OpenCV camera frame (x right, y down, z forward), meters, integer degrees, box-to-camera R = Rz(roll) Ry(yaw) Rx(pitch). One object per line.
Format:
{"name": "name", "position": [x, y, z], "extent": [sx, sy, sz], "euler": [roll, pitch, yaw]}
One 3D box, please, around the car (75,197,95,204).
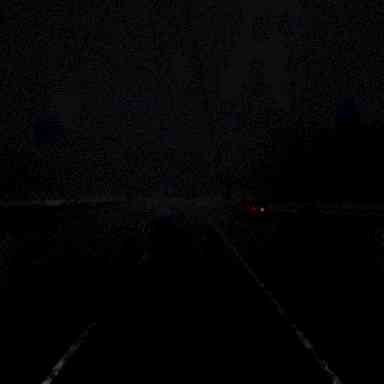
{"name": "car", "position": [-20.971, 2.080, 66.730], "extent": [2.150, 2.045, 5.566], "euler": [0, -1, 0]}

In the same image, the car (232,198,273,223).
{"name": "car", "position": [5.250, 1.578, 29.662], "extent": [2.150, 2.045, 5.566], "euler": [-1, -1, -10]}

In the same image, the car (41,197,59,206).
{"name": "car", "position": [-27.971, 2.071, 66.156], "extent": [2.150, 2.045, 5.566], "euler": [0, -1, 0]}

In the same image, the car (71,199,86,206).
{"name": "car", "position": [-27.964, 2.555, 82.013], "extent": [1.837, 1.490, 4.892], "euler": [0, -1, 0]}

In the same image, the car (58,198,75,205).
{"name": "car", "position": [-24.471, 2.352, 66.566], "extent": [1.837, 1.490, 4.892], "euler": [0, -1, 0]}

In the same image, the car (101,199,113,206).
{"name": "car", "position": [-20.964, 2.588, 82.587], "extent": [1.812, 1.442, 4.674], "euler": [0, -1, 0]}

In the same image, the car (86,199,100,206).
{"name": "car", "position": [-24.464, 2.561, 82.397], "extent": [1.837, 1.490, 4.892], "euler": [0, -1, 0]}

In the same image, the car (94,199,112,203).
{"name": "car", "position": [-17.471, 2.407, 66.596], "extent": [1.994, 1.385, 4.181], "euler": [0, -1, 0]}
